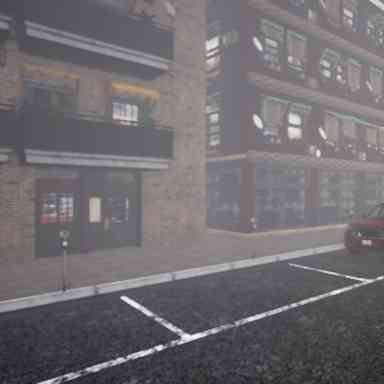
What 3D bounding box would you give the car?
[{"bbox_3d":[7.591,1.281,12.006,5.009,1.841,2.192,0,0,-36],"label":"car"}]
